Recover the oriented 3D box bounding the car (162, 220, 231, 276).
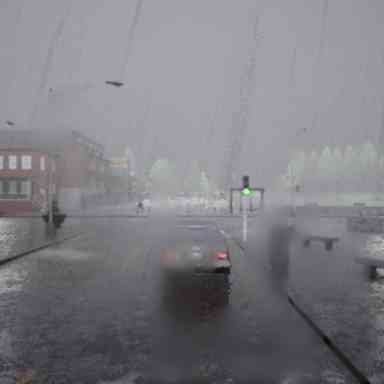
[{"bbox_3d":[0.099,1.593,10.426,2.033,1.411,5.357,0,0,0],"label":"car"}]

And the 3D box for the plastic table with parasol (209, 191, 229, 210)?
[{"bbox_3d":[3.571,1.120,44.470,2.482,2.480,2.482,0,0,0],"label":"plastic table with parasol"}]
